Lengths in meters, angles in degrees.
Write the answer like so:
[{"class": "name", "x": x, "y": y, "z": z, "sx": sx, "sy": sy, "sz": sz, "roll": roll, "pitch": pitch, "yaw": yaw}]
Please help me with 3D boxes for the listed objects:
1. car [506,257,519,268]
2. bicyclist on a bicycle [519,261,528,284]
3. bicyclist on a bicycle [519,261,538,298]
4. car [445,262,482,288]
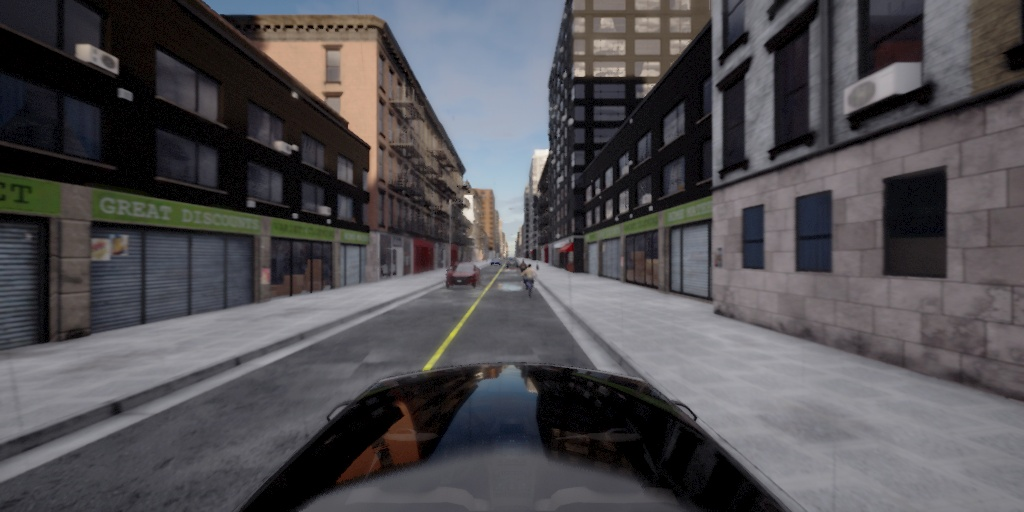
[{"class": "car", "x": 0.067, "y": 1.067, "z": 57.515, "sx": 2.128, "sy": 1.511, "sz": 4.902, "roll": 0, "pitch": 0, "yaw": 0}, {"class": "bicyclist on a bicycle", "x": 0.828, "y": 1.161, "z": 26.275, "sx": 0.582, "sy": 1.620, "sz": 1.656, "roll": 0, "pitch": 0, "yaw": 0}, {"class": "bicyclist on a bicycle", "x": 0.843, "y": 1.164, "z": 17.226, "sx": 0.866, "sy": 1.612, "sz": 1.509, "roll": 0, "pitch": 0, "yaw": 0}, {"class": "car", "x": -3.085, "y": 1.193, "z": 23.495, "sx": 1.882, "sy": 1.535, "sz": 5.008, "roll": 0, "pitch": 0, "yaw": 0}]
